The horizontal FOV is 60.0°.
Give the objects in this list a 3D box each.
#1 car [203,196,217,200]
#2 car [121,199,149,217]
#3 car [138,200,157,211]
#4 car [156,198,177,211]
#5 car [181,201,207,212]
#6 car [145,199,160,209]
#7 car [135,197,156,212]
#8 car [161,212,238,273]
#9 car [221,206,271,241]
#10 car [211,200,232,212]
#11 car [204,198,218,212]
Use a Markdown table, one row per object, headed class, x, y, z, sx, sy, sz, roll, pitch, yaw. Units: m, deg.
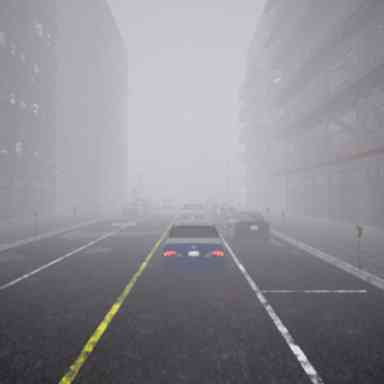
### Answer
| class | x | y | z | sx | sy | sz | roll | pitch | yaw |
| --- | --- | --- | --- | --- | --- | --- | --- | --- | --- |
| car | 2.802 | 1.508 | 49.630 | 2.192 | 1.841 | 5.009 | 1 | 0 | 0 |
| car | -5.835 | 1.678 | 32.952 | 2.008 | 1.369 | 4.403 | 1 | 0 | 0 |
| car | -5.844 | 1.736 | 44.089 | 1.947 | 1.339 | 4.313 | 1 | 0 | 0 |
| car | -3.119 | 1.520 | 43.747 | 2.097 | 1.767 | 4.553 | 0 | 0 | 0 |
| car | 0.059 | 1.712 | 29.038 | 1.895 | 1.301 | 4.718 | 0 | 0 | 0 |
| car | -5.849 | 1.775 | 49.656 | 1.802 | 1.307 | 4.206 | 1 | 0 | 0 |
| car | -5.837 | 1.464 | 38.521 | 2.192 | 1.841 | 5.009 | 1 | 0 | 0 |
| car | 0.055 | 1.589 | 10.791 | 2.033 | 1.411 | 5.357 | 0 | 0 | 0 |
| car | 2.759 | 1.630 | 16.863 | 1.947 | 1.339 | 4.313 | 1 | 0 | 0 |
| car | 2.816 | 1.631 | 27.528 | 1.752 | 1.417 | 4.829 | 1 | 0 | 0 |
| car | 2.808 | 1.699 | 38.494 | 2.008 | 1.369 | 4.403 | 1 | 0 | 0 |
